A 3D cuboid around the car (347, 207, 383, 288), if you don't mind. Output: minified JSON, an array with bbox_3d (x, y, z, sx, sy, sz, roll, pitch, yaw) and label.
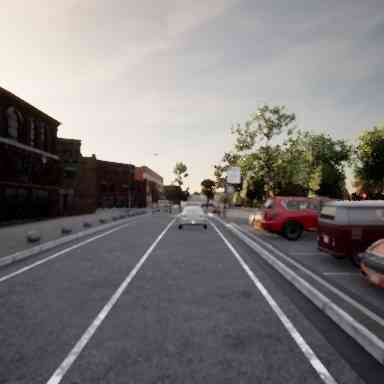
[{"bbox_3d":[6.317,1.340,7.450,4.553,1.767,2.185,0,0,0],"label":"car"}]

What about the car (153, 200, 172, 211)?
[{"bbox_3d":[-3.317,1.625,38.210,2.097,1.767,4.553,0,-2,0],"label":"car"}]

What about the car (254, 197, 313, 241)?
[{"bbox_3d":[6.247,1.275,16.680,5.566,2.045,2.435,0,-1,0],"label":"car"}]

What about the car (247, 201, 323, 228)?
[{"bbox_3d":[6.184,1.480,22.631,4.553,1.767,2.185,0,-1,-1],"label":"car"}]

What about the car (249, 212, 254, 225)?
[{"bbox_3d":[6.191,1.565,19.594,5.008,1.535,2.097,0,-1,-1],"label":"car"}]

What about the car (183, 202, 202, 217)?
[{"bbox_3d":[0.033,2.083,40.252,2.097,1.767,4.553,0,-2,0],"label":"car"}]

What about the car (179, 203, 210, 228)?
[{"bbox_3d":[0.065,1.725,23.379,1.812,1.442,4.674,0,-1,0],"label":"car"}]

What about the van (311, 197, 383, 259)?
[{"bbox_3d":[6.382,1.253,10.488,4.442,1.987,1.878,0,0,0],"label":"van"}]
